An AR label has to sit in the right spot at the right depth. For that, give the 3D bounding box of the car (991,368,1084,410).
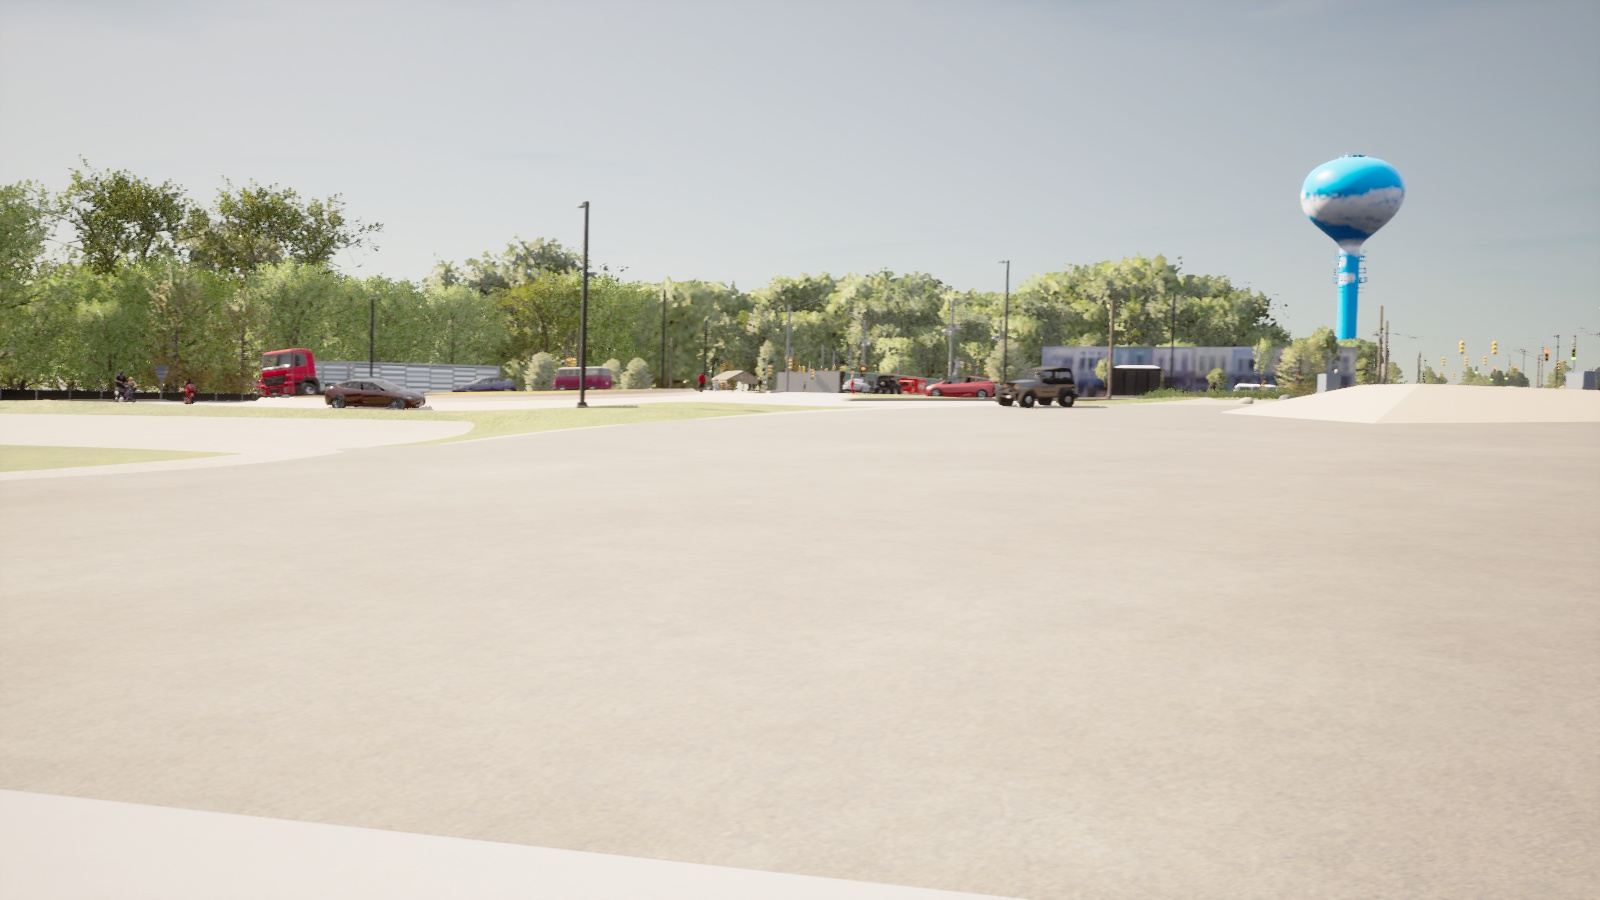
[{"bbox_3d":[11.085,-2.867,58.543,3.866,1.878,1.905,-2,5,-28],"label":"car"}]

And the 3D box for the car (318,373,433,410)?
[{"bbox_3d":[-20.597,-2.863,61.044,4.792,1.488,2.163,2,8,8],"label":"car"}]

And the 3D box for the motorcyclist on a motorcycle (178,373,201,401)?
[{"bbox_3d":[-32.930,-3.399,67.752,0.797,1.523,2.044,-1,3,-35],"label":"motorcyclist on a motorcycle"}]

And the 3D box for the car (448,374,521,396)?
[{"bbox_3d":[-23.711,-4.896,94.504,4.792,1.488,2.163,-4,2,-36],"label":"car"}]

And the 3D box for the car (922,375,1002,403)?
[{"bbox_3d":[10.027,-3.770,77.568,4.514,1.525,2.007,2,1,19],"label":"car"}]

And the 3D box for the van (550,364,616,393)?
[{"bbox_3d":[-15.870,-5.184,91.861,4.442,1.987,1.775,0,1,22],"label":"van"}]

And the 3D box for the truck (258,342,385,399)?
[{"bbox_3d":[-32.248,-5.277,85.044,2.891,3.462,7.936,-4,0,27],"label":"truck"}]
